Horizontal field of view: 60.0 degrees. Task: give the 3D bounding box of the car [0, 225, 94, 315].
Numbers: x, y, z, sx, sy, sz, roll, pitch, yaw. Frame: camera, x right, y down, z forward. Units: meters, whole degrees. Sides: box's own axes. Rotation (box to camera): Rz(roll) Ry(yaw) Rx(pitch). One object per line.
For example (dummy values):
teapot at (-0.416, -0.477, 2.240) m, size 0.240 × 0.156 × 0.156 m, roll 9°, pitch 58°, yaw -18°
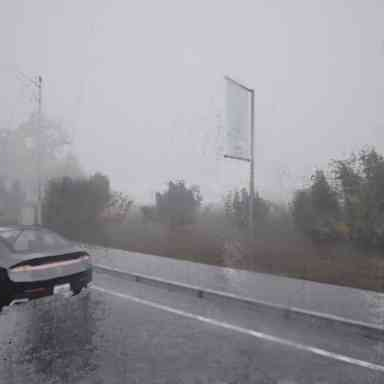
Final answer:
car at (-4.201, 1.505, 7.450) m, size 4.902 × 1.511 × 2.128 m, roll 0°, pitch 0°, yaw 39°
